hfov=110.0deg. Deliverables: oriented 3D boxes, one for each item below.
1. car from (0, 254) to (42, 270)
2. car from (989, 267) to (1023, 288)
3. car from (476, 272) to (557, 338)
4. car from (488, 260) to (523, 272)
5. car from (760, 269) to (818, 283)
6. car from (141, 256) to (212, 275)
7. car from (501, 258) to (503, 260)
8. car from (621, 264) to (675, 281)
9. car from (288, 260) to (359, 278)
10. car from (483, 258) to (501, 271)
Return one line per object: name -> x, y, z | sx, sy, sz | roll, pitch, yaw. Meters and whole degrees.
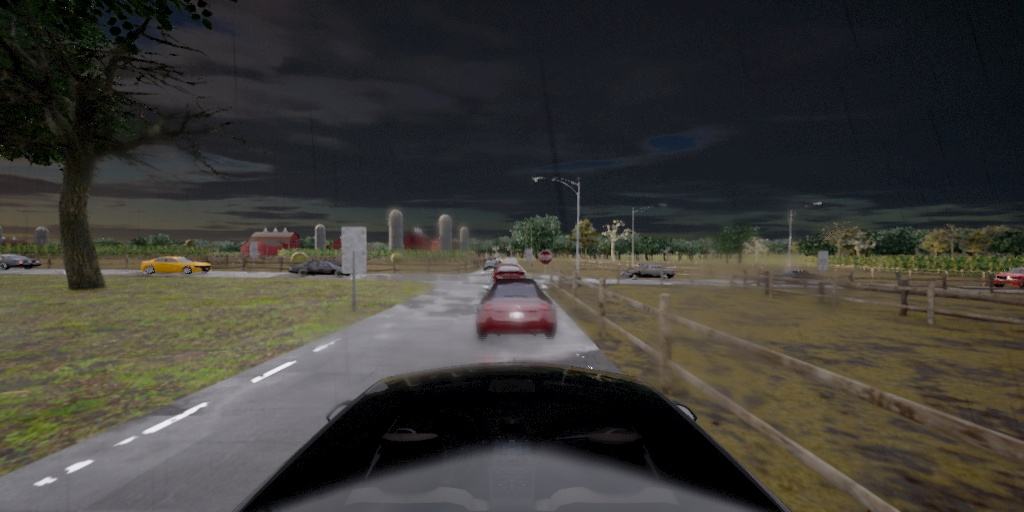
car -> -47.396, 0.550, 33.369 | 5.357, 1.411, 2.033 | 1, 1, 0
car -> 48.873, 2.089, 33.866 | 5.566, 2.045, 2.150 | 2, 1, 0
car -> 0.101, 1.314, 10.151 | 1.994, 1.385, 4.181 | 0, 0, 0
car -> -0.340, 1.223, 22.957 | 1.882, 1.535, 5.008 | 0, 0, -6
car -> 26.167, 1.893, 33.836 | 4.718, 1.301, 1.895 | 1, 1, 0
car -> -28.504, 0.785, 30.572 | 5.008, 1.535, 1.882 | 1, 1, 0
car -> -2.818, 1.195, 60.949 | 2.128, 1.511, 4.902 | 0, 0, 0
car -> 12.759, 1.489, 33.756 | 4.902, 1.511, 2.128 | 1, 1, 0
car -> -16.019, 1.056, 30.642 | 5.357, 1.411, 2.033 | 1, 1, 0
car -> -2.797, 1.229, 47.968 | 1.837, 1.490, 4.892 | 0, 0, -1
